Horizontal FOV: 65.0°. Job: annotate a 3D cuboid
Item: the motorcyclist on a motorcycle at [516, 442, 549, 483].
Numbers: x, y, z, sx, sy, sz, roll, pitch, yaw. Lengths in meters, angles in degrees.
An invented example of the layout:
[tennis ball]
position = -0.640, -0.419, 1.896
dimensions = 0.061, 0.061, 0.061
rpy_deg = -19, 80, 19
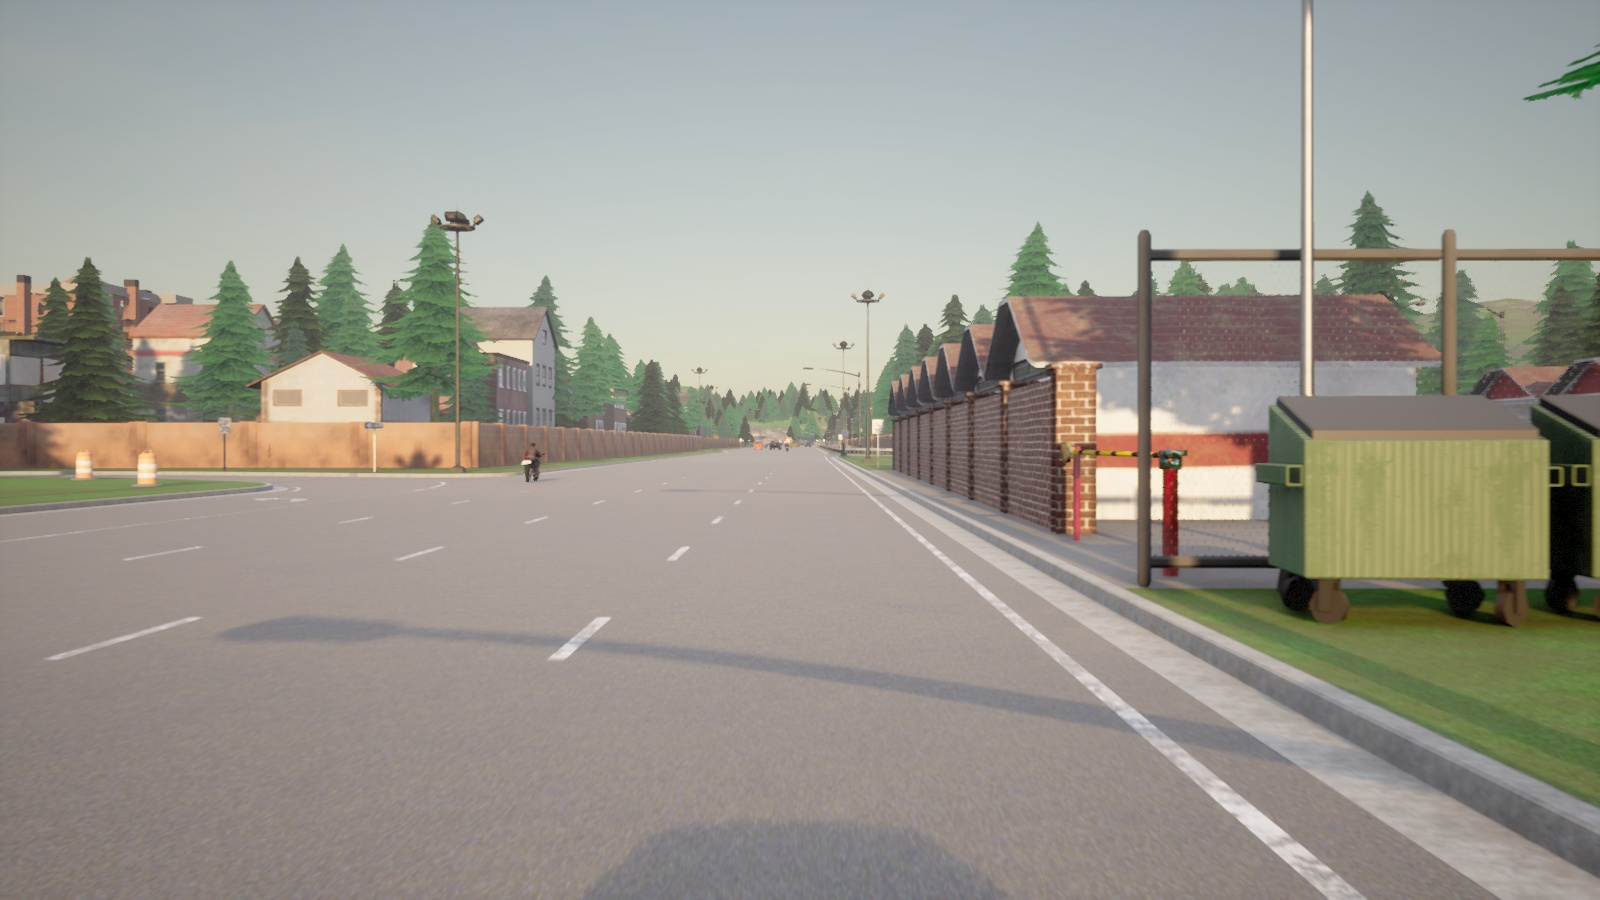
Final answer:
[motorcyclist on a motorcycle]
position = -10.212, 0.450, 48.019
dimensions = 0.797, 1.523, 2.044
rpy_deg = 0, 0, 0
